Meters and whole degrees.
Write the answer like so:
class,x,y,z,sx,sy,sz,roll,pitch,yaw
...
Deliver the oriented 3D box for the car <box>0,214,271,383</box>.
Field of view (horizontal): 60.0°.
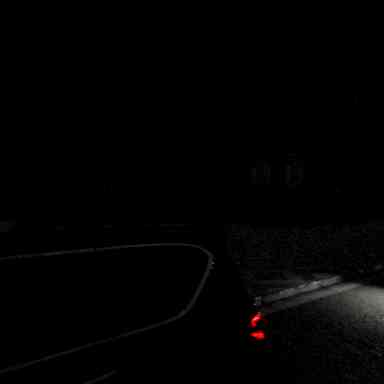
class,x,y,z,sx,sy,sz,roll,pitch,yaw
car,-1.954,1.225,1.985,5.566,2.045,2.150,1,0,-35
